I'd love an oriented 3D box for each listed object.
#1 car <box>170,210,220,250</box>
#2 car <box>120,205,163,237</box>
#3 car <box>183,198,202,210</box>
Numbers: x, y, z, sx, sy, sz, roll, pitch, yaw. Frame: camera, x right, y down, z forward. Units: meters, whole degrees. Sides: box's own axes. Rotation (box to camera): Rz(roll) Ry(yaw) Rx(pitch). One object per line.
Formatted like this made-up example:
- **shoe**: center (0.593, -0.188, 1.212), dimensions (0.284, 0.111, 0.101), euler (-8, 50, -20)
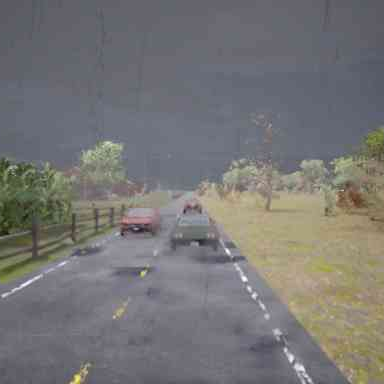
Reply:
- **car**: center (0.106, 1.665, 14.628), dimensions (1.895, 1.301, 4.718), euler (0, 0, 0)
- **car**: center (-2.748, 1.558, 18.847), dimensions (1.882, 1.535, 5.008), euler (0, 0, 0)
- **car**: center (0.068, 1.505, 39.007), dimensions (2.097, 1.767, 4.553), euler (0, 0, 0)
